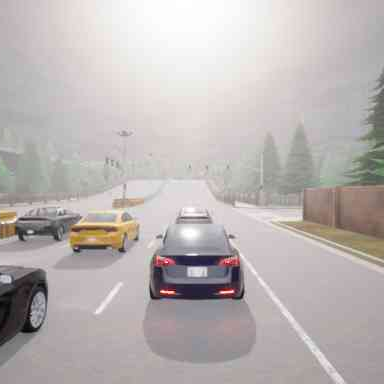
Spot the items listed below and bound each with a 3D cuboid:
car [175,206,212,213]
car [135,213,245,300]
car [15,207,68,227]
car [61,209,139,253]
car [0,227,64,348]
[{"bbox_3d":[0.093,1.491,17.514,2.128,1.511,4.902,0,0,0],"label":"car"},{"bbox_3d":[0.098,1.503,8.423,2.163,1.488,4.792,0,0,0],"label":"car"},{"bbox_3d":[-6.905,1.491,16.624,2.128,1.511,4.902,0,0,0],"label":"car"},{"bbox_3d":[-3.404,1.477,13.777,1.882,1.535,5.008,0,0,0],"label":"car"},{"bbox_3d":[-3.400,1.478,3.760,1.882,1.535,5.008,0,0,0],"label":"car"}]
